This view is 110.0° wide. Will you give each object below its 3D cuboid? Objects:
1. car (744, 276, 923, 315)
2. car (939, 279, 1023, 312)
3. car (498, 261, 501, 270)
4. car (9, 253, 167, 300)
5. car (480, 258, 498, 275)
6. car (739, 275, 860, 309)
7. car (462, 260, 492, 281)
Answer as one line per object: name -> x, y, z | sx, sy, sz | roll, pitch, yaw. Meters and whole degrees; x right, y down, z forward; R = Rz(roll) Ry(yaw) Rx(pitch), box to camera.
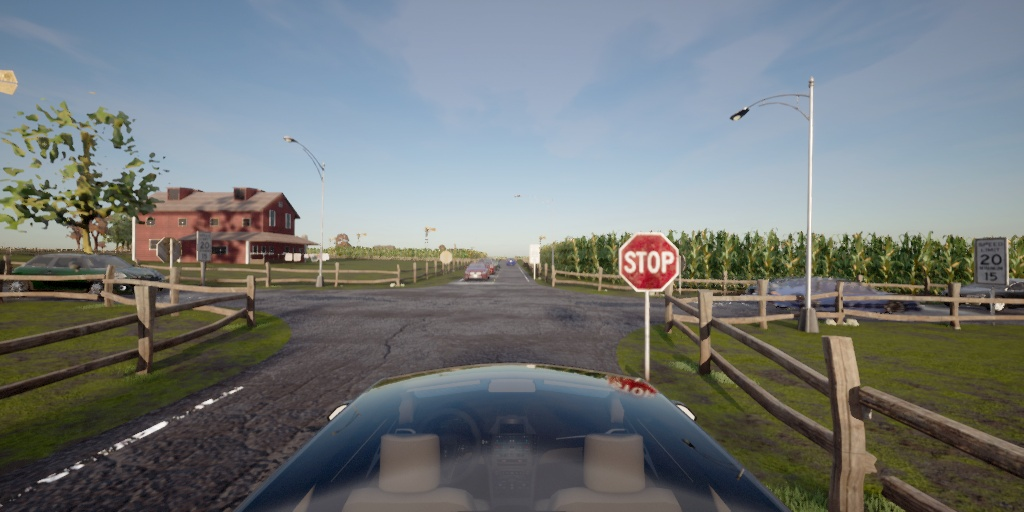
car -> 12.941, 1.616, 14.585 | 5.357, 1.411, 2.033 | 1, -1, 6
car -> 23.428, 1.844, 17.065 | 4.892, 1.490, 1.837 | 1, -1, 1
car -> -2.928, 1.122, 48.769 | 2.097, 1.767, 4.553 | 0, 0, 0
car -> -16.737, 0.720, 14.365 | 4.553, 1.767, 2.097 | 1, -1, 0
car -> -2.922, 1.114, 39.079 | 2.097, 1.767, 4.553 | 0, 0, 0
car -> 13.570, 1.675, 17.129 | 4.181, 1.385, 1.994 | 1, -1, -2
car -> -2.876, 1.282, 30.041 | 1.812, 1.442, 4.674 | 0, 0, -1
